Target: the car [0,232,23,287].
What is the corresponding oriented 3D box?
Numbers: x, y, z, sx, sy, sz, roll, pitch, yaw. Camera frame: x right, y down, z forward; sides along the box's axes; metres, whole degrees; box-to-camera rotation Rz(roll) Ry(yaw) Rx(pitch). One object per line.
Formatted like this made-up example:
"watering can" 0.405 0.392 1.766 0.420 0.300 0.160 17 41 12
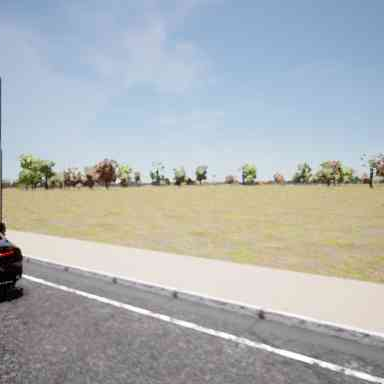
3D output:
"car" -5.968 1.482 8.055 4.892 1.490 1.837 0 0 36
